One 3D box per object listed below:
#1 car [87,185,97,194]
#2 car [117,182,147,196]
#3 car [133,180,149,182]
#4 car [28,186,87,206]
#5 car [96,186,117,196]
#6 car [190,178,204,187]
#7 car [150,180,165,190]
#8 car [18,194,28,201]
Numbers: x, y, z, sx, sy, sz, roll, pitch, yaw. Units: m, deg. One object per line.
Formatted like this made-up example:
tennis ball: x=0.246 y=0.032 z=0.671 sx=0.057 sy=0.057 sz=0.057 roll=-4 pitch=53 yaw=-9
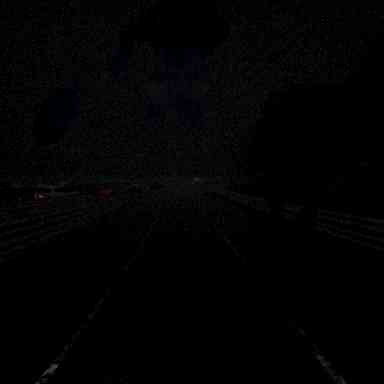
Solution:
car: x=-15.767 y=-0.274 z=52.204 sx=1.837 sy=1.490 sz=4.892 roll=0 pitch=3 yaw=15
car: x=-9.005 y=-0.249 z=50.399 sx=1.882 sy=1.535 sz=5.008 roll=0 pitch=3 yaw=15
car: x=-11.158 y=-1.335 z=69.388 sx=2.097 sy=1.767 sz=4.553 roll=0 pitch=3 yaw=15
car: x=-13.462 y=0.380 z=33.785 sx=2.150 sy=2.045 sz=5.566 roll=0 pitch=3 yaw=15
car: x=-12.389 y=-0.188 z=51.299 sx=1.994 sy=1.385 sz=4.181 roll=0 pitch=3 yaw=15
car: x=0.804 y=-2.130 z=86.964 sx=2.033 sy=1.411 sz=5.357 roll=0 pitch=3 yaw=15
car: x=-7.246 y=-1.247 z=70.466 sx=2.128 sy=1.511 sz=4.902 roll=0 pitch=3 yaw=15
car: x=-16.454 y=0.663 z=36.148 sx=1.895 sy=1.301 sz=4.718 roll=0 pitch=3 yaw=15
